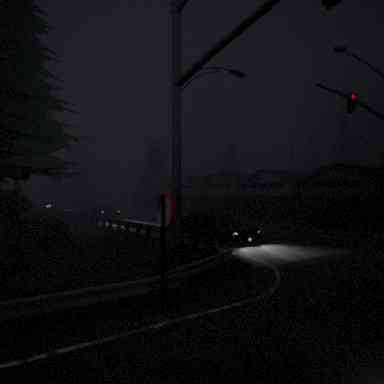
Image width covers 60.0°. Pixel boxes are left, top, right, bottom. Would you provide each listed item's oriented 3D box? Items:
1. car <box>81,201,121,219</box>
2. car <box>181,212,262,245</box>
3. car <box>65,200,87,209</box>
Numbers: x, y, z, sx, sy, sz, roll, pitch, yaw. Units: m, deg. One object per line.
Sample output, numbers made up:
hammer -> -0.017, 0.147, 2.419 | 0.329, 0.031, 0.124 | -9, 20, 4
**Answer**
car -> -8.225, 1.792, 30.448 | 1.895, 1.301, 4.718 | 0, 0, -35
car -> 1.095, 1.739, 17.105 | 2.033, 1.411, 5.357 | 0, 0, -35
car -> -16.594, 1.778, 48.790 | 1.895, 1.301, 4.718 | 0, 0, 11
